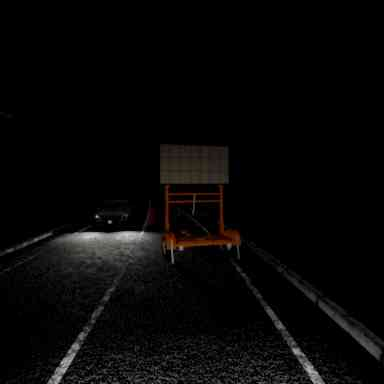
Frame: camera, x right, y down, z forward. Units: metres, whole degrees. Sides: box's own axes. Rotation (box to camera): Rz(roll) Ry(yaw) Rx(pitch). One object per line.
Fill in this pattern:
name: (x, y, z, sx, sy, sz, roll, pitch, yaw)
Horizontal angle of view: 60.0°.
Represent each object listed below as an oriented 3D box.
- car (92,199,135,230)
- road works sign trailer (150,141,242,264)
car: (-4.116, 1.122, 18.118, 1.812, 1.442, 4.674, 0, 1, -5)
road works sign trailer: (0.041, 0.175, 10.817, 2.380, 3.560, 2.880, -1, 1, -16)
